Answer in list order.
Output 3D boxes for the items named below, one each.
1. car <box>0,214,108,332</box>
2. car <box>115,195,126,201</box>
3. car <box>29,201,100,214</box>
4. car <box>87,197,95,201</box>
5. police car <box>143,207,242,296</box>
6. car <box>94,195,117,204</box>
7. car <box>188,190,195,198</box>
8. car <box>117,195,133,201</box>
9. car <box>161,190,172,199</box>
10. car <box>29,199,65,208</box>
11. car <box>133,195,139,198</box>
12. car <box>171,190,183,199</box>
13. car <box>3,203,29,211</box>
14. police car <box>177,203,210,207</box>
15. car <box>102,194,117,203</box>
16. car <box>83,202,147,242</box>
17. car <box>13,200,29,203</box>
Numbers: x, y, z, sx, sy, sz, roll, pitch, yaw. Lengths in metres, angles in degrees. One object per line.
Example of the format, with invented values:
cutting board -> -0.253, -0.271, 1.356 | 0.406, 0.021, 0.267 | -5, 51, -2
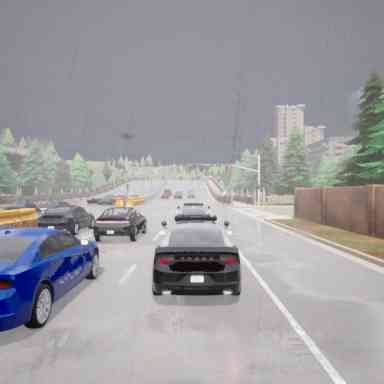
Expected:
car -> -3.403, 1.478, 6.974 | 1.882, 1.535, 5.008 | 0, 0, 0
car -> -17.600, 1.380, 82.034 | 1.994, 1.385, 4.181 | 0, 1, 0
car -> -6.906, 1.504, 18.682 | 1.837, 1.490, 4.892 | 0, 0, 0
car -> -17.584, 1.600, 60.354 | 1.895, 1.301, 4.718 | 0, 0, 0
police car -> 0.097, 1.425, 8.820 | 1.930, 1.638, 5.238 | 0, 0, 0
car -> -13.980, 1.564, 54.222 | 1.994, 1.385, 4.181 | 0, 0, -2
car -> -0.154, 0.930, 91.272 | 1.895, 1.301, 4.718 | 0, 4, 0
car -> -14.025, 1.516, 68.158 | 2.128, 1.511, 4.902 | 0, 0, 0
car -> -7.138, 1.071, 88.486 | 1.994, 1.385, 4.181 | 0, 4, 0
car -> -14.112, 1.491, 33.836 | 2.128, 1.511, 4.902 | 0, 0, 0
car -> -14.090, 1.355, 80.341 | 1.882, 1.535, 5.008 | 0, 1, 0
car -> -3.635, 0.903, 88.063 | 2.097, 1.767, 4.553 | 0, 3, 0
car -> -6.903, 1.352, 9.519 | 2.097, 1.767, 4.553 | 0, 0, 0
police car -> 0.092, 1.425, 18.723 | 1.930, 1.638, 5.238 | 0, 0, 0
car -> -17.537, 1.354, 70.795 | 2.097, 1.767, 4.553 | 0, 0, 0
car -> -3.415, 1.491, 16.480 | 2.128, 1.511, 4.902 | 0, 0, 1
car -> -17.613, 1.563, 34.388 | 1.994, 1.385, 4.181 | 0, 0, 0
